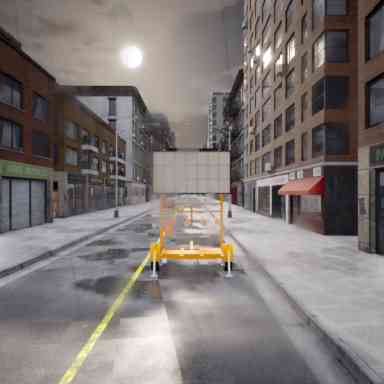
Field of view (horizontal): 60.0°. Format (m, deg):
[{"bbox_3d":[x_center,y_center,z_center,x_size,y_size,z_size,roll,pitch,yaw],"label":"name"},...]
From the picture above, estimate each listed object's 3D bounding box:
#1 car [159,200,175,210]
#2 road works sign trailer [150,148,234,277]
[{"bbox_3d":[-3.139,1.623,42.425,1.895,1.301,4.718,0,0,0],"label":"car"},{"bbox_3d":[-0.008,0.465,10.225,2.380,3.560,2.880,0,0,0],"label":"road works sign trailer"}]
